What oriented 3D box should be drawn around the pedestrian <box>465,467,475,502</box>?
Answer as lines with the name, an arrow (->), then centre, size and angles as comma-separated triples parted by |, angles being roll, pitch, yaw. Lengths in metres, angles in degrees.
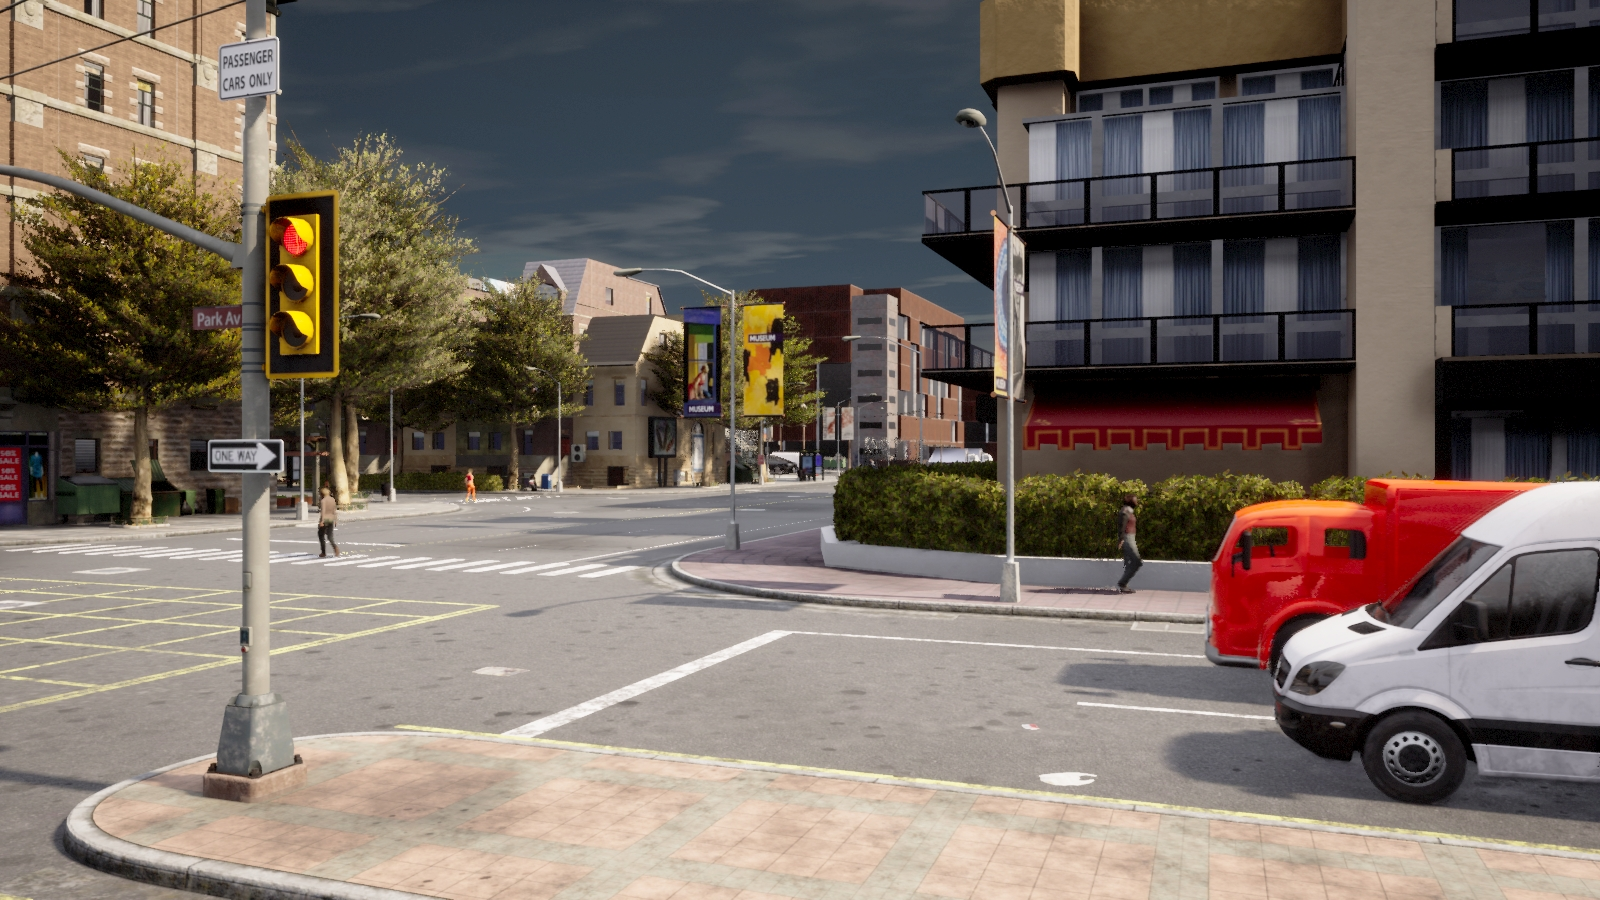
pedestrian -> -17.599, 1.849, 60.917 | 0.375, 1.860, 0.375 | 0, 0, 17

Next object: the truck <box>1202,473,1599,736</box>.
truck -> 7.338, 1.579, 12.906 | 5.204, 2.467, 2.627 | 1, 0, 20

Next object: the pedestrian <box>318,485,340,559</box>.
pedestrian -> -12.147, 1.849, 29.490 | 0.375, 1.860, 0.375 | 0, 0, 24

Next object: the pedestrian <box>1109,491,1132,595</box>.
pedestrian -> 5.869, 1.696, 20.917 | 0.375, 1.860, 0.375 | 0, 0, 20

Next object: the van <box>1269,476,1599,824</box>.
van -> 7.031, 1.534, 9.277 | 5.915, 2.561, 1.988 | 0, 0, 21
